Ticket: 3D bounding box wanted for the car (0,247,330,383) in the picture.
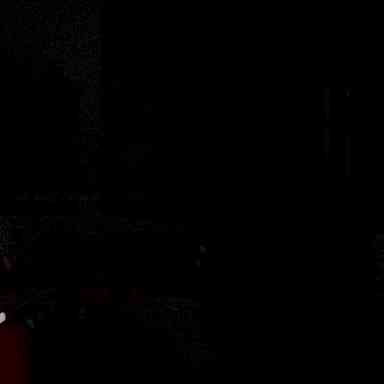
[{"bbox_3d":[-0.935,1.543,3.626,4.507,1.381,1.887,0,0,35],"label":"car"}]
